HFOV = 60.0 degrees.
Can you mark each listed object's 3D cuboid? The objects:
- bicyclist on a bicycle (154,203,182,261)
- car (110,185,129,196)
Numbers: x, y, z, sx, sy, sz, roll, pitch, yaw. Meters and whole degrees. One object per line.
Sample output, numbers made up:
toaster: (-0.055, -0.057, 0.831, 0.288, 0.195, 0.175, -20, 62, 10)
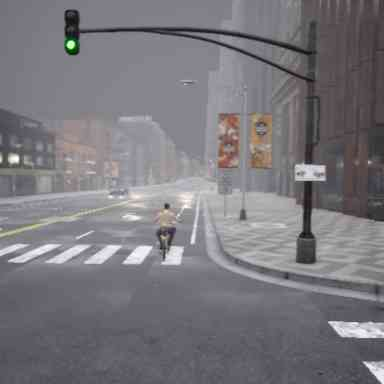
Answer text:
bicyclist on a bicycle: (-0.739, 1.119, 9.823, 0.866, 1.612, 1.509, 1, 2, 2)
car: (-11.340, -0.380, 52.499, 2.097, 1.767, 4.553, 1, 2, 2)
